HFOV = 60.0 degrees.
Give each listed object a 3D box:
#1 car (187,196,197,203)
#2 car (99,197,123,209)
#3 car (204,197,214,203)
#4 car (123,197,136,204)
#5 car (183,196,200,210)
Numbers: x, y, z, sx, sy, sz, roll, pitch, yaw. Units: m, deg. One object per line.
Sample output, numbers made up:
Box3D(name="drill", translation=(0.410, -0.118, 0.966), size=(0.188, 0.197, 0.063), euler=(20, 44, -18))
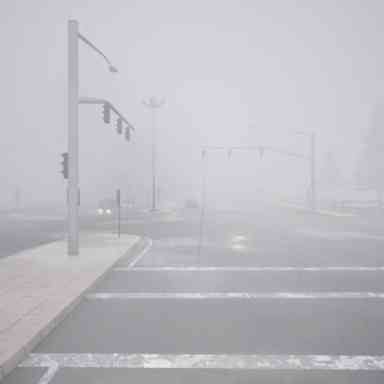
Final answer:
Box3D(name="car", translation=(-0.072, 1.559, 68.892), size=(1.994, 1.385, 4.181), euler=(0, 0, 0))
Box3D(name="car", translation=(-11.642, 1.488, 46.709), size=(2.128, 1.511, 4.902), euler=(0, 0, 0))
Box3D(name="car", translation=(3.428, 1.596, 68.927), size=(1.895, 1.301, 4.718), euler=(0, 0, 0))
Box3D(name="car", translation=(-11.580, 1.544, 61.867), size=(2.033, 1.411, 5.357), euler=(0, 0, 0))
Box3D(name="car", translation=(-0.045, 1.523, 43.457), size=(1.812, 1.442, 4.674), euler=(0, 0, 0))
